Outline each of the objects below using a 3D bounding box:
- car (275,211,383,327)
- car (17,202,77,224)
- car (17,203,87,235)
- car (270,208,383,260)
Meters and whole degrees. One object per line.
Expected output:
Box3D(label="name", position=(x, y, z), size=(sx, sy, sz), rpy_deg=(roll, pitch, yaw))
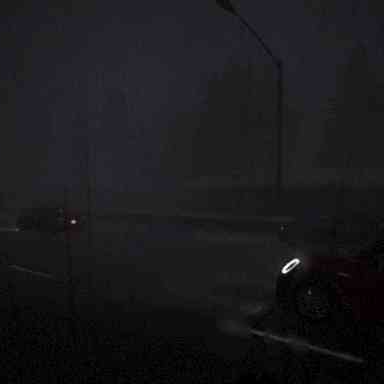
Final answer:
Box3D(label="car", position=(3.773, 1.350, 5.600), size=(4.553, 1.767, 2.097), rpy_deg=(0, 0, 36))
Box3D(label="car", position=(-10.790, 1.468, 24.598), size=(4.718, 1.301, 1.895), rpy_deg=(0, 0, 36))
Box3D(label="car", position=(-7.652, 1.468, 18.060), size=(4.181, 1.385, 1.994), rpy_deg=(0, 0, 36))
Box3D(label="car", position=(5.758, 1.477, 12.785), size=(4.902, 1.511, 2.128), rpy_deg=(0, 0, 36))
